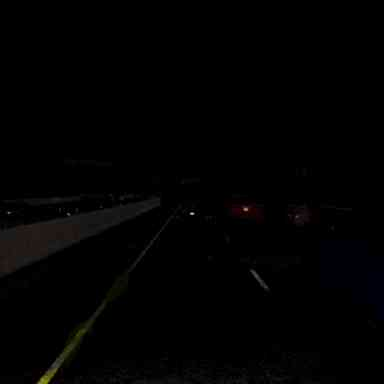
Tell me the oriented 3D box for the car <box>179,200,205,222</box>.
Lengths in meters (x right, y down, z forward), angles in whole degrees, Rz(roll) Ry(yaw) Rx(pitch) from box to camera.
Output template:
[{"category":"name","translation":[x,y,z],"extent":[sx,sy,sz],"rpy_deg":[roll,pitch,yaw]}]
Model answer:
[{"category":"car","translation":[0.016,1.570,26.293],"extent":[1.994,1.385,4.181],"rpy_deg":[0,0,0]}]

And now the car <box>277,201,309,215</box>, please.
[{"category":"car","translation":[10.491,1.603,34.879],"extent":[1.895,1.301,4.718],"rpy_deg":[0,0,0]}]

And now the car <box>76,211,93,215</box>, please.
[{"category":"car","translation":[-10.694,1.613,30.876],"extent":[1.895,1.301,4.718],"rpy_deg":[0,0,0]}]

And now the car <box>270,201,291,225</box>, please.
[{"category":"car","translation":[7.026,1.527,24.258],"extent":[1.812,1.442,4.674],"rpy_deg":[0,0,0]}]

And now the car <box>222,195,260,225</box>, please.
[{"category":"car","translation":[3.524,1.225,24.485],"extent":[2.150,2.045,5.566],"rpy_deg":[0,0,0]}]

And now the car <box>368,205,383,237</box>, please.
[{"category":"car","translation":[10.552,1.476,15.626],"extent":[1.882,1.535,5.008],"rpy_deg":[0,0,0]}]

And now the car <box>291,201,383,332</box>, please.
[{"category":"car","translation":[3.584,1.221,5.398],"extent":[2.150,2.045,5.566],"rpy_deg":[0,0,0]}]
